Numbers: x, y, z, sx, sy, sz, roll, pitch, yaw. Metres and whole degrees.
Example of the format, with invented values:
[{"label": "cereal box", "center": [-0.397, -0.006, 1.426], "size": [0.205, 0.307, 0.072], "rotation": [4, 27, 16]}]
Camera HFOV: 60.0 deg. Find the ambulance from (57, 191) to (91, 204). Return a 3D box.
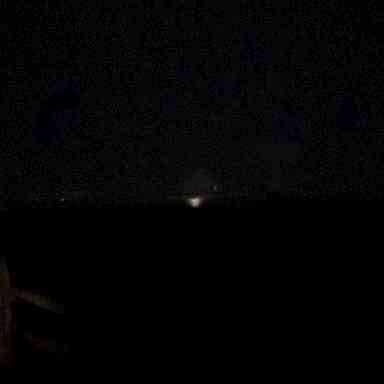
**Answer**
[{"label": "ambulance", "center": [-22.771, 1.086, 64.146], "size": [2.351, 2.431, 6.366], "rotation": [2, 2, 35]}]
